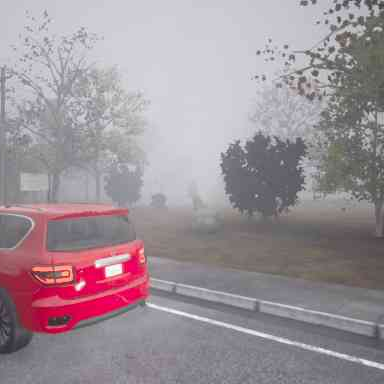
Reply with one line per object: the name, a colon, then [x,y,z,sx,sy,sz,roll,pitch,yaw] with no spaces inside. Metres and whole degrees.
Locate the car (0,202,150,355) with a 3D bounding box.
car: [-3.313,1.221,6.343,5.566,2.045,2.150,0,0,35]
